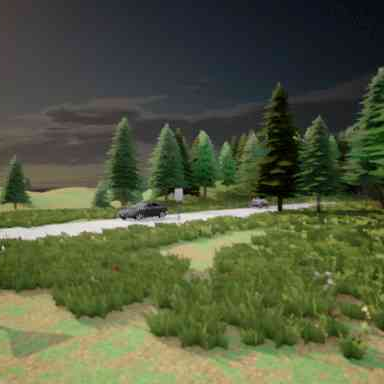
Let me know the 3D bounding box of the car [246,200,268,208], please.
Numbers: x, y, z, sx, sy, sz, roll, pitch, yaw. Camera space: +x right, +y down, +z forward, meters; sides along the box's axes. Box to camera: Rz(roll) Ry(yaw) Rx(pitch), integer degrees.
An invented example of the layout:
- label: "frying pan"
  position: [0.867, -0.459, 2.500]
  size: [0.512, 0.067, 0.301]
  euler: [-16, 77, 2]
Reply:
- label: "car"
  position: [9.301, 1.609, 47.205]
  size: [1.812, 1.442, 4.674]
  euler: [0, 0, 35]

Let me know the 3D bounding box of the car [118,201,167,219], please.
- label: "car"
  position: [-4.104, 1.589, 28.162]
  size: [1.837, 1.490, 4.892]
  euler: [0, 0, 35]
